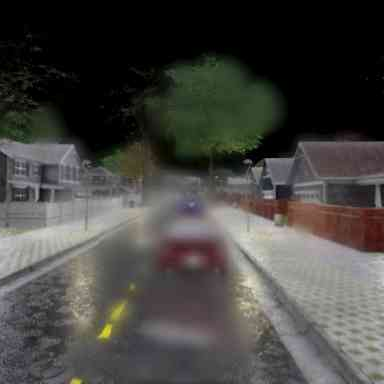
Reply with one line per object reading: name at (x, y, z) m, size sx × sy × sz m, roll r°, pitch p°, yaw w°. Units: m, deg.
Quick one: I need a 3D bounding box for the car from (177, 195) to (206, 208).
car at (0.079, 1.288, 29.846) m, size 2.150 × 2.045 × 5.566 m, roll 0°, pitch 0°, yaw 0°

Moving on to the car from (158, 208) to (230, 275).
car at (0.062, 1.503, 10.553) m, size 1.882 × 1.535 × 5.008 m, roll 0°, pitch 0°, yaw 0°

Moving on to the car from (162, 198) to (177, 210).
car at (-2.852, 1.588, 44.411) m, size 2.128 × 1.511 × 4.902 m, roll 0°, pitch 0°, yaw 0°
